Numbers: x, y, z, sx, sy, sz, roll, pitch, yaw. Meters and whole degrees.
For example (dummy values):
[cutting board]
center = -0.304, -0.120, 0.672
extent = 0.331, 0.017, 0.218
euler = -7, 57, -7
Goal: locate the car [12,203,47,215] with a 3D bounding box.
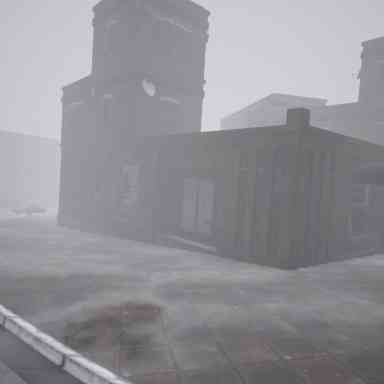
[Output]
[car]
center = -20.223, 2.103, 41.609
extent = 2.033, 1.411, 5.357
euler = 4, -2, 3
